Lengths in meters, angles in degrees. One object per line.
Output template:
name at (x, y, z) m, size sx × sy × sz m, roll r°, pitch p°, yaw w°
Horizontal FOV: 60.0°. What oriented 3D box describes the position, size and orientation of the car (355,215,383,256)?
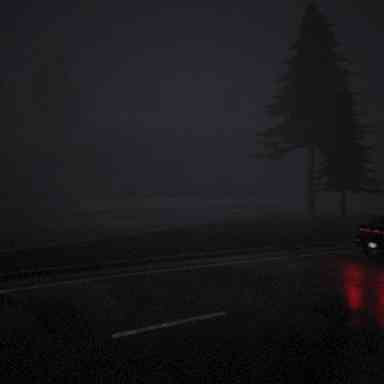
car at (7.826, 1.454, 11.415) m, size 4.902 × 1.511 × 2.128 m, roll 0°, pitch 0°, yaw -25°
